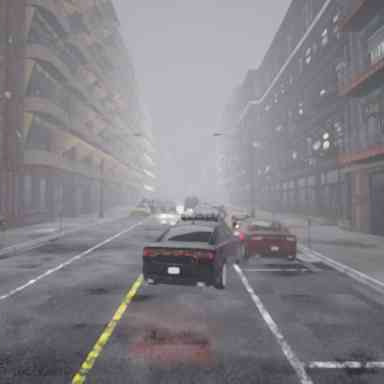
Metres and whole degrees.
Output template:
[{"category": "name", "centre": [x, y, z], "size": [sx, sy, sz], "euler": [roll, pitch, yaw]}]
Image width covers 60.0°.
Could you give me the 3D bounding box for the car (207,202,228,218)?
[{"category": "car", "centre": [2.588, 1.835, 34.704], "size": [1.887, 1.381, 4.507], "euler": [1, -1, 0]}]

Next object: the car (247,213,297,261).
[{"category": "car", "centre": [2.586, 1.643, 12.582], "size": [1.887, 1.381, 4.507], "euler": [1, 0, 0]}]

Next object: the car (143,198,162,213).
[{"category": "car", "centre": [-5.285, 1.656, 40.301], "size": [2.192, 1.841, 5.009], "euler": [2, -1, 0]}]

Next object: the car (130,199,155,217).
[{"category": "car", "centre": [-5.292, 1.814, 34.598], "size": [1.752, 1.417, 4.829], "euler": [2, -1, 0]}]

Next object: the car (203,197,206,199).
[{"category": "car", "centre": [2.590, 2.048, 56.827], "size": [1.887, 1.381, 4.507], "euler": [1, -1, 0]}]

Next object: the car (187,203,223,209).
[{"category": "car", "centre": [0.827, 1.631, 19.251], "size": [1.882, 1.535, 5.008], "euler": [0, 0, 0]}]

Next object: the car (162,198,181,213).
[{"category": "car", "centre": [-2.842, 1.844, 41.557], "size": [2.128, 1.511, 4.902], "euler": [0, -1, 0]}]

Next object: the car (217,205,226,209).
[{"category": "car", "centre": [2.587, 1.670, 18.284], "size": [1.752, 1.417, 4.829], "euler": [1, 0, 0]}]

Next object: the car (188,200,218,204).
[{"category": "car", "centre": [0.828, 1.662, 25.445], "size": [1.801, 1.575, 5.366], "euler": [0, -1, 0]}]

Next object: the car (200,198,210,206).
[{"category": "car", "centre": [2.601, 2.061, 67.889], "size": [1.967, 1.590, 4.097], "euler": [1, -1, 0]}]

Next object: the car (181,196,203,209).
[{"category": "car", "centre": [0.006, 1.609, 45.210], "size": [2.150, 2.045, 5.566], "euler": [0, -1, 0]}]

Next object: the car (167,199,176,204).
[{"category": "car", "centre": [-5.289, 2.373, 84.540], "size": [1.947, 1.339, 4.313], "euler": [1, -1, 0]}]

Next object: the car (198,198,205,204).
[{"category": "car", "centre": [2.561, 2.313, 90.012], "size": [1.967, 1.590, 4.097], "euler": [1, -1, 0]}]

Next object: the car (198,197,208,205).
[{"category": "car", "centre": [2.563, 2.058, 78.951], "size": [2.192, 1.841, 5.009], "euler": [1, -1, 0]}]

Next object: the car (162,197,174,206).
[{"category": "car", "centre": [-5.283, 1.997, 73.481], "size": [2.192, 1.841, 5.009], "euler": [1, -1, 0]}]

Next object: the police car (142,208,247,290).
[{"category": "police car", "centre": [0.277, 1.500, 9.633], "size": [1.930, 1.638, 5.238], "euler": [0, 0, 15]}]

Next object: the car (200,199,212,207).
[{"category": "car", "centre": [2.591, 2.106, 62.356], "size": [1.887, 1.381, 4.507], "euler": [1, -1, 0]}]
